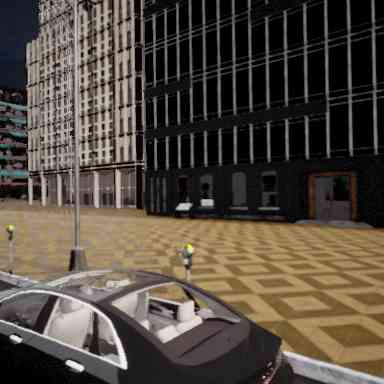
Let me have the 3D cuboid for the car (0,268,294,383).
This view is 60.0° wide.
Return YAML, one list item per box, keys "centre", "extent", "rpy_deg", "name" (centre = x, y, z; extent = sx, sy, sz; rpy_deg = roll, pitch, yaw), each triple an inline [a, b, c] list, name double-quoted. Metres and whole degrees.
- centre: [-1.153, 1.557, 3.711]
  extent: [4.403, 1.369, 2.008]
  rpy_deg: [0, -1, 36]
  name: "car"

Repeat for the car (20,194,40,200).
- centre: [-37.420, 1.221, 77.066]
  extent: [1.967, 1.590, 4.097]
  rpy_deg: [-1, 0, 36]
  name: "car"
